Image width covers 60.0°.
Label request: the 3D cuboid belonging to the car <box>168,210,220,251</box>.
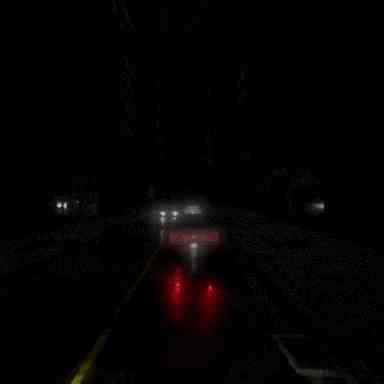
[{"bbox_3d":[0.084,1.653,14.271,1.895,1.301,4.718,0,0,0],"label":"car"}]

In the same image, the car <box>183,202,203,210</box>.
[{"bbox_3d":[0.095,1.636,31.725,1.812,1.442,4.674,0,0,0],"label":"car"}]

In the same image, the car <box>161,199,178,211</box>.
[{"bbox_3d":[-2.826,1.647,42.115,1.837,1.490,4.892,0,0,0],"label":"car"}]
